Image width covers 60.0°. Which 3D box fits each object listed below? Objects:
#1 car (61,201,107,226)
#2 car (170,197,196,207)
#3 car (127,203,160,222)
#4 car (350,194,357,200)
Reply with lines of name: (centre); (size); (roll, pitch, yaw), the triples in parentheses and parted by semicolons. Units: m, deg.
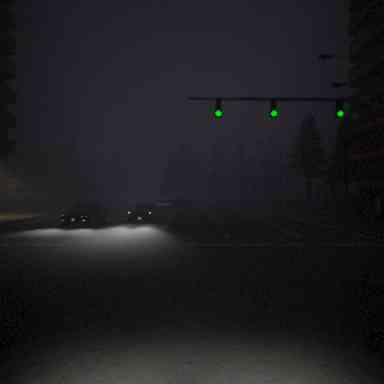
car: (-7.063, 1.393, 22.208); (1.837, 1.490, 4.892); (0, 0, 0)
car: (-1.386, 1.347, 47.277); (1.895, 1.301, 4.718); (0, 1, -29)
car: (-3.549, 1.475, 24.846); (1.895, 1.301, 4.718); (0, 0, 1)
car: (25.813, 1.046, 49.173); (4.553, 1.767, 2.097); (0, 0, 0)
